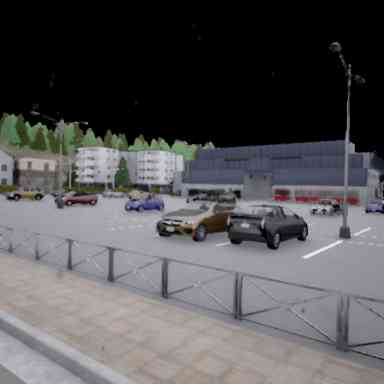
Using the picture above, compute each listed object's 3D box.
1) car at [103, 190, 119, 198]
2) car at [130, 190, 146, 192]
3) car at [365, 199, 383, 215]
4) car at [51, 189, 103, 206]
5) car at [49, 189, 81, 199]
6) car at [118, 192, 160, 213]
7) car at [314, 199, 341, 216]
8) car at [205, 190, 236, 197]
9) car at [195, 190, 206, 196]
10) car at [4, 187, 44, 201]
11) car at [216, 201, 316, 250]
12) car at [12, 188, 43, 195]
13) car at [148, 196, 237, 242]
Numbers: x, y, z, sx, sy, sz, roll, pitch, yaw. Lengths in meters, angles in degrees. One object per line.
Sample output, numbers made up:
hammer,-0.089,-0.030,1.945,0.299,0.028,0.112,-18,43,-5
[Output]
car,-13.747,0.361,58.402,1.970,1.475,3.806,2,1,37
car,-8.450,0.442,54.764,2.152,1.636,5.027,2,1,37
car,18.952,1.503,34.184,1.845,1.501,3.633,2,1,37
car,-12.029,0.691,34.729,2.007,1.523,4.514,2,1,37
car,-20.935,0.289,55.022,2.007,1.523,4.514,2,1,37
car,-4.116,0.957,28.633,1.845,1.501,3.633,2,1,37
car,12.081,1.390,30.094,1.970,1.475,3.806,2,1,37
car,4.276,0.773,45.566,1.932,1.855,4.605,2,1,37
car,1.718,0.678,47.001,1.905,1.878,3.866,2,1,37
car,-21.490,0.190,42.851,1.932,1.855,4.605,2,1,37
car,3.164,1.292,13.485,2.007,1.523,4.514,2,1,37
car,-34.018,-0.103,69.047,2.033,1.411,5.357,2,1,38
car,0.640,1.205,15.346,2.152,1.636,5.027,2,1,37
